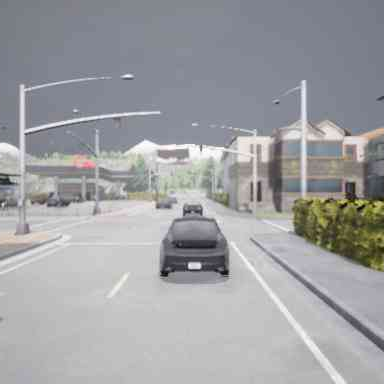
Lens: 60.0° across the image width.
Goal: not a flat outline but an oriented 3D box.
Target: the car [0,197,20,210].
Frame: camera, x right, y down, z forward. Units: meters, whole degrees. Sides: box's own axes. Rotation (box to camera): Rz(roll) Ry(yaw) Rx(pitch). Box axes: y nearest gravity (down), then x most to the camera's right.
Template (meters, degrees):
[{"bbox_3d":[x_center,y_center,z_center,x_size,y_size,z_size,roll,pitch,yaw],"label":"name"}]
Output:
[{"bbox_3d":[-22.591,1.393,40.348,1.970,1.475,3.806,0,0,0],"label":"car"}]

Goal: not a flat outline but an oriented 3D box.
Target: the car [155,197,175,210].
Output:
[{"bbox_3d":[-3.616,1.444,42.779,1.882,1.535,5.008,0,0,0],"label":"car"}]

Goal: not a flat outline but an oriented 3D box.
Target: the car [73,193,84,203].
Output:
[{"bbox_3d":[-22.666,1.218,65.276,1.905,1.878,3.866,0,0,0],"label":"car"}]

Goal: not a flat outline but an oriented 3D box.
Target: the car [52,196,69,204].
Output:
[{"bbox_3d":[-25.993,1.501,65.877,1.970,1.475,3.806,0,0,0],"label":"car"}]

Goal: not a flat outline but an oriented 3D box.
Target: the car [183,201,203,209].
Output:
[{"bbox_3d":[0.078,1.571,33.106,1.895,1.301,4.718,0,0,0],"label":"car"}]

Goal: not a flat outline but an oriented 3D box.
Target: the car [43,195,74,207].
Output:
[{"bbox_3d":[-18.952,1.453,47.410,2.007,1.523,4.514,0,0,0],"label":"car"}]

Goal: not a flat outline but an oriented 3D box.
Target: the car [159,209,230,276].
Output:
[{"bbox_3d":[0.074,1.497,10.320,1.837,1.490,4.892,0,0,0],"label":"car"}]

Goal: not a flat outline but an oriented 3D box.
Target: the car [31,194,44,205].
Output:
[{"bbox_3d":[-25.926,1.244,57.397,1.932,1.855,4.605,0,0,0],"label":"car"}]

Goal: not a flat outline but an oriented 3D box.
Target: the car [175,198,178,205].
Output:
[{"bbox_3d":[-3.586,1.518,59.392,1.994,1.385,4.181,0,0,0],"label":"car"}]
